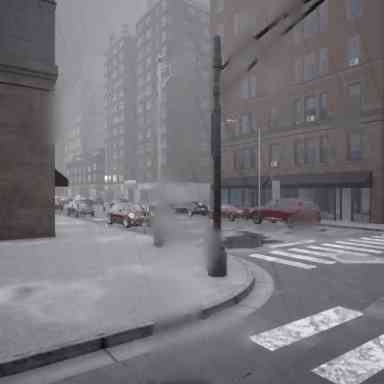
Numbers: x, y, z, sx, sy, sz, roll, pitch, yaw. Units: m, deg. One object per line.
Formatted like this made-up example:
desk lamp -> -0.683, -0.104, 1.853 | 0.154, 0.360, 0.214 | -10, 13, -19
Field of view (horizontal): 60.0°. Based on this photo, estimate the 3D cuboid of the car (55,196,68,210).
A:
car -> -16.721, 1.512, 39.899 | 1.887, 1.381, 4.507 | 0, 0, -35

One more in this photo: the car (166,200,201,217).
car -> -0.229, 1.550, 31.257 | 1.947, 1.339, 4.313 | 0, 0, -35

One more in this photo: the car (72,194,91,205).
car -> -19.891, 1.298, 59.684 | 2.097, 1.767, 4.553 | 0, 0, -35

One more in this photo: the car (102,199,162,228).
car -> -4.015, 1.430, 21.815 | 1.967, 1.590, 4.097 | 0, 0, -35

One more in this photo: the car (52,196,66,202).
car -> -28.809, 1.478, 71.933 | 2.008, 1.369, 4.403 | 0, 0, -35

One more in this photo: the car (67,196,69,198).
car -> -21.523, 1.473, 56.760 | 1.812, 1.442, 4.674 | 0, 0, -35

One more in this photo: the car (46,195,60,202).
car -> -31.985, 1.471, 76.453 | 2.008, 1.369, 4.403 | 0, 0, -35

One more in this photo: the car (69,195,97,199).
car -> -16.156, 1.436, 49.117 | 1.882, 1.535, 5.008 | 0, 0, -35

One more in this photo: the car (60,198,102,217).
car -> -10.368, 1.530, 30.857 | 2.008, 1.369, 4.403 | 0, 0, -35

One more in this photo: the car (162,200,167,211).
car -> -3.405, 1.529, 35.778 | 2.008, 1.369, 4.403 | 0, 0, -35

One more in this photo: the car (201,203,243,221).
car -> 2.947, 1.571, 26.738 | 1.802, 1.307, 4.206 | 0, 0, -35

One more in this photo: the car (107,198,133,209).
car -> -9.756, 1.532, 44.816 | 1.947, 1.339, 4.313 | 0, 0, -35

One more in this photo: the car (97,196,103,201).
car -> -15.857, 1.457, 53.999 | 1.837, 1.490, 4.892 | 0, 0, -35

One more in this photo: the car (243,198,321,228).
car -> 6.122, 1.309, 22.218 | 2.192, 1.841, 5.009 | 0, 0, -35
